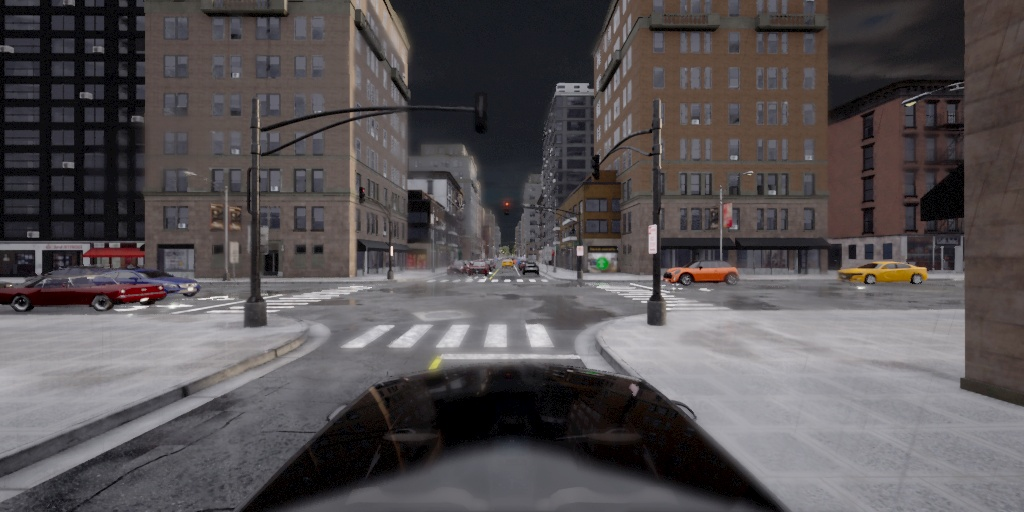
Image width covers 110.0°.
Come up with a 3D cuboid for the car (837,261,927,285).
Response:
[{"bbox_3d":[25.125,1.128,24.441,5.008,1.535,1.882,-1,0,-1],"label":"car"}]

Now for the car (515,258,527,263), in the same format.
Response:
[{"bbox_3d":[1.908,1.386,56.217,1.948,1.339,4.313,0,0,0],"label":"car"}]

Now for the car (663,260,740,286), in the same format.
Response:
[{"bbox_3d":[12.701,1.054,24.287,4.553,1.767,2.097,0,0,-1],"label":"car"}]

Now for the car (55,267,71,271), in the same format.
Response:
[{"bbox_3d":[-28.730,1.414,23.786,5.357,1.411,2.033,0,0,-1],"label":"car"}]

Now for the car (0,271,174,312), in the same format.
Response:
[{"bbox_3d":[-16.565,1.401,13.982,4.718,1.301,1.895,0,0,-1],"label":"car"}]

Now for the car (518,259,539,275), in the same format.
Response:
[{"bbox_3d":[2.025,1.355,39.684,1.948,1.339,4.313,0,0,0],"label":"car"}]

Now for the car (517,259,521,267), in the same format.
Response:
[{"bbox_3d":[1.947,1.391,50.706,1.802,1.307,4.207,0,0,0],"label":"car"}]

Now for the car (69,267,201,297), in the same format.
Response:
[{"bbox_3d":[-17.736,1.337,17.211,4.674,1.442,1.812,0,0,1],"label":"car"}]

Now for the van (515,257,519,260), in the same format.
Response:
[{"bbox_3d":[1.869,1.173,61.727,1.690,1.789,3.998,0,0,0],"label":"van"}]

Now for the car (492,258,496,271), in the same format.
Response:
[{"bbox_3d":[-3.515,1.308,47.415,1.837,1.490,4.892,0,0,0],"label":"car"}]

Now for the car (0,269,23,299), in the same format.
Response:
[{"bbox_3d":[-27.462,1.396,17.097,5.357,1.411,2.033,0,0,-1],"label":"car"}]

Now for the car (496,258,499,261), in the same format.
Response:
[{"bbox_3d":[-3.576,1.424,57.555,1.895,1.301,4.718,0,0,0],"label":"car"}]

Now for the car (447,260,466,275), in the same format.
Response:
[{"bbox_3d":[-6.000,1.229,39.628,1.967,1.591,4.097,0,0,0],"label":"car"}]

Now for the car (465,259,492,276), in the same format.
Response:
[{"bbox_3d":[-3.450,1.265,37.822,1.882,1.535,5.008,0,0,0],"label":"car"}]
